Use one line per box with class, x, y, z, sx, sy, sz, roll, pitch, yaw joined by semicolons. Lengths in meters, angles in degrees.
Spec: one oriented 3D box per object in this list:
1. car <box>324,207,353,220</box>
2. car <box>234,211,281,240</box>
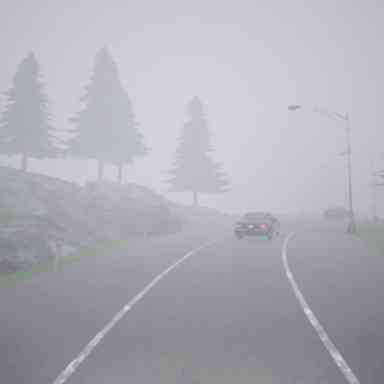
car;17.163;2.480;38.893;4.902;1.511;2.128;3;-5;-45
car;3.780;1.798;18.656;2.033;1.411;5.357;-1;-2;21
